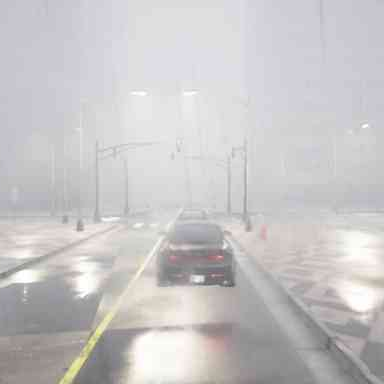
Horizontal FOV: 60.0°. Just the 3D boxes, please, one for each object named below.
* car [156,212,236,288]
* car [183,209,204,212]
[{"bbox_3d":[0.094,1.546,9.318,1.837,1.490,4.892,0,0,0],"label":"car"},{"bbox_3d":[0.083,1.642,19.171,1.994,1.385,4.181,0,0,1],"label":"car"}]
